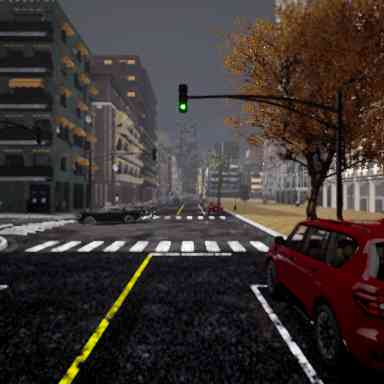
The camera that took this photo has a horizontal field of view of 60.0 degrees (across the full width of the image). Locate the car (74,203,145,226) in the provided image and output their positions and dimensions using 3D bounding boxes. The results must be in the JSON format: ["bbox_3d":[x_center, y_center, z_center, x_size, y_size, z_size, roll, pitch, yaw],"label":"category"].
[{"bbox_3d":[-6.341,1.741,25.044,4.718,1.301,1.895,0,0,-31],"label":"car"}]

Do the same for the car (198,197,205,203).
[{"bbox_3d":[2.484,2.084,87.866,1.887,1.381,4.507,0,0,0],"label":"car"}]

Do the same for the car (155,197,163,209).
[{"bbox_3d":[-5.805,1.833,49.119,2.008,1.369,4.403,0,0,0],"label":"car"}]

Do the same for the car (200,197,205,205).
[{"bbox_3d":[2.575,1.808,49.308,1.752,1.417,4.829,0,0,0],"label":"car"}]

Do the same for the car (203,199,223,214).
[{"bbox_3d":[2.602,1.758,38.073,1.887,1.381,4.507,0,0,0],"label":"car"}]

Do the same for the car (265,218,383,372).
[{"bbox_3d":[2.679,1.346,5.687,2.192,1.841,5.009,0,0,0],"label":"car"}]

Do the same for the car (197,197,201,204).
[{"bbox_3d":[2.536,1.972,65.735,1.802,1.307,4.206,0,0,0],"label":"car"}]

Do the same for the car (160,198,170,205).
[{"bbox_3d":[-5.857,2.008,71.248,1.802,1.307,4.206,0,0,0],"label":"car"}]

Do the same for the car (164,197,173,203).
[{"bbox_3d":[-5.884,1.941,82.315,1.967,1.590,4.097,0,0,0],"label":"car"}]

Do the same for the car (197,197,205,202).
[{"bbox_3d":[2.470,2.130,93.398,2.008,1.369,4.403,0,0,0],"label":"car"}]

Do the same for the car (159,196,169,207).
[{"bbox_3d":[-5.831,1.794,60.184,1.967,1.590,4.097,0,0,0],"label":"car"}]

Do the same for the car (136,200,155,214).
[{"bbox_3d":[-5.779,1.764,38.053,2.008,1.369,4.403,0,0,0],"label":"car"}]

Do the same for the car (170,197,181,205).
[{"bbox_3d":[-3.159,1.901,67.631,1.837,1.490,4.892,0,0,0],"label":"car"}]
